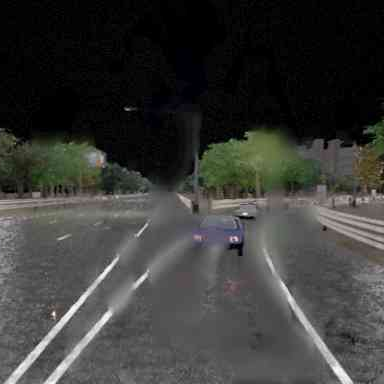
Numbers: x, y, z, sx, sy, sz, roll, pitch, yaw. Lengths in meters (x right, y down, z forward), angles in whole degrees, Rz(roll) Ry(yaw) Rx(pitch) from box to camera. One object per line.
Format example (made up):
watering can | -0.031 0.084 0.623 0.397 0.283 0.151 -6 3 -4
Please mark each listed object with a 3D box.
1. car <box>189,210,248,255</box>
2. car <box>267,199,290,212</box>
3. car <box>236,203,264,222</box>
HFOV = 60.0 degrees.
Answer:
car | 1.184 1.613 13.413 1.895 1.301 4.718 0 0 10
car | 10.399 1.556 39.938 2.128 1.511 4.902 0 0 29
car | 4.601 1.601 26.686 1.994 1.385 4.181 0 0 19
